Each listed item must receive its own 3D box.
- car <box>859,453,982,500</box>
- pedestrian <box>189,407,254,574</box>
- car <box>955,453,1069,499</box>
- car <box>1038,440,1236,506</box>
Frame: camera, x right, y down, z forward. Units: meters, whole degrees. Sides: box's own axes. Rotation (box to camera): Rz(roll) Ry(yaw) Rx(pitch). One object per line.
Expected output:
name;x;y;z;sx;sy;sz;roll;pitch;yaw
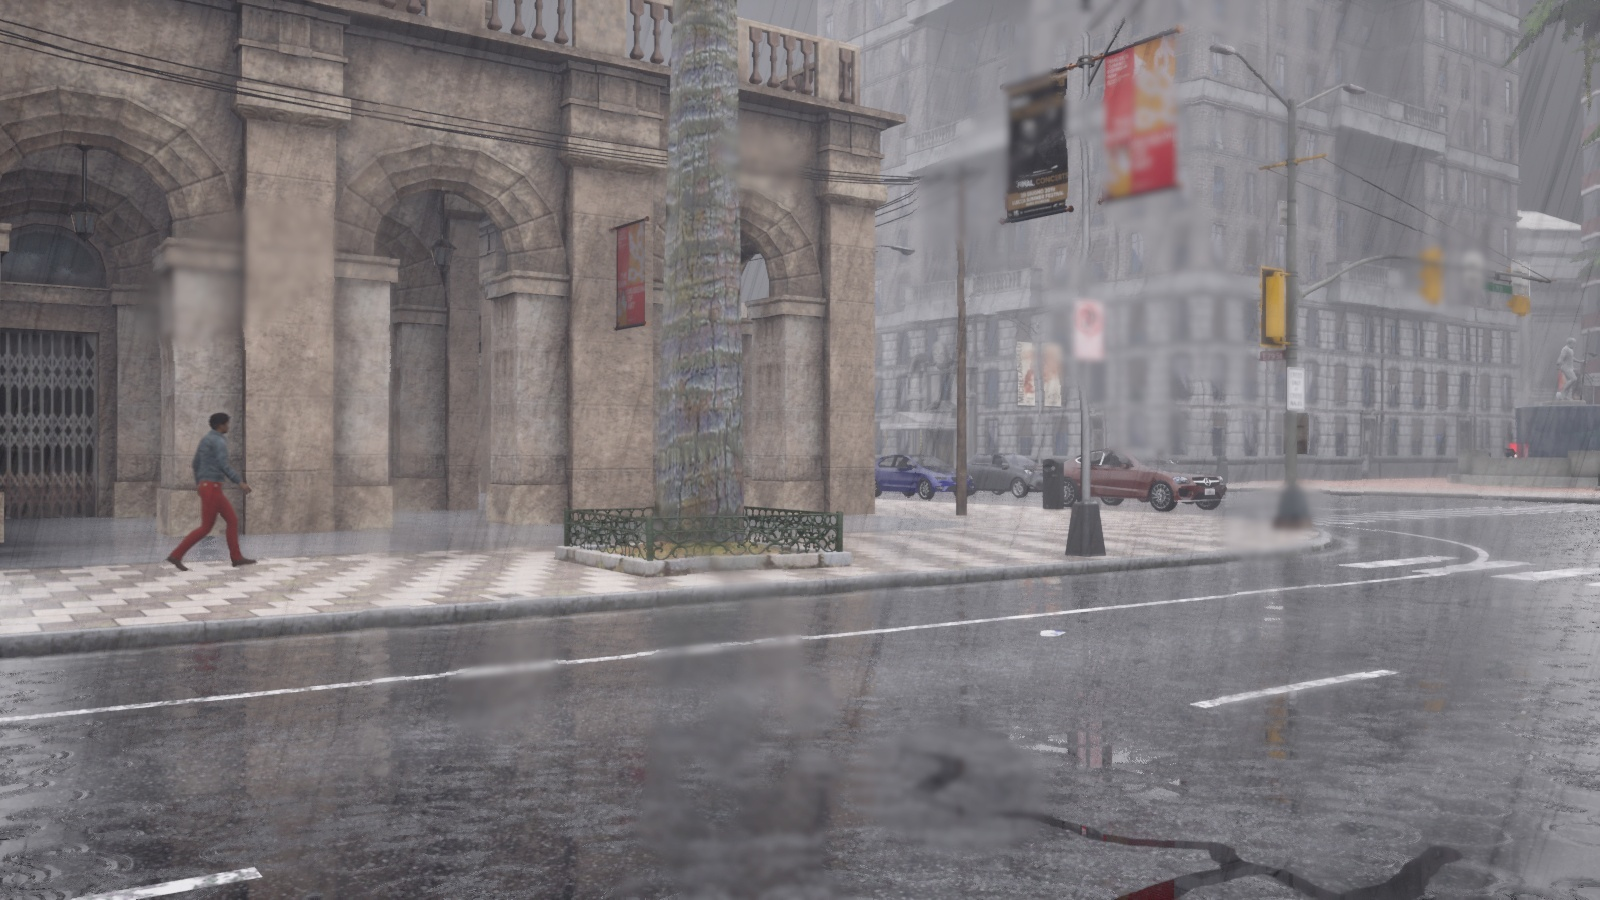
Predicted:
car;3.948;0.852;41.834;1.816;1.474;4.193;0;0;-34
pedestrian;-6.547;0.450;14.213;0.614;1.847;0.353;0;0;-35
car;7.234;0.849;43.140;1.845;1.501;3.633;0;0;-35
car;9.144;0.588;34.468;2.152;1.651;5.027;0;0;-35
